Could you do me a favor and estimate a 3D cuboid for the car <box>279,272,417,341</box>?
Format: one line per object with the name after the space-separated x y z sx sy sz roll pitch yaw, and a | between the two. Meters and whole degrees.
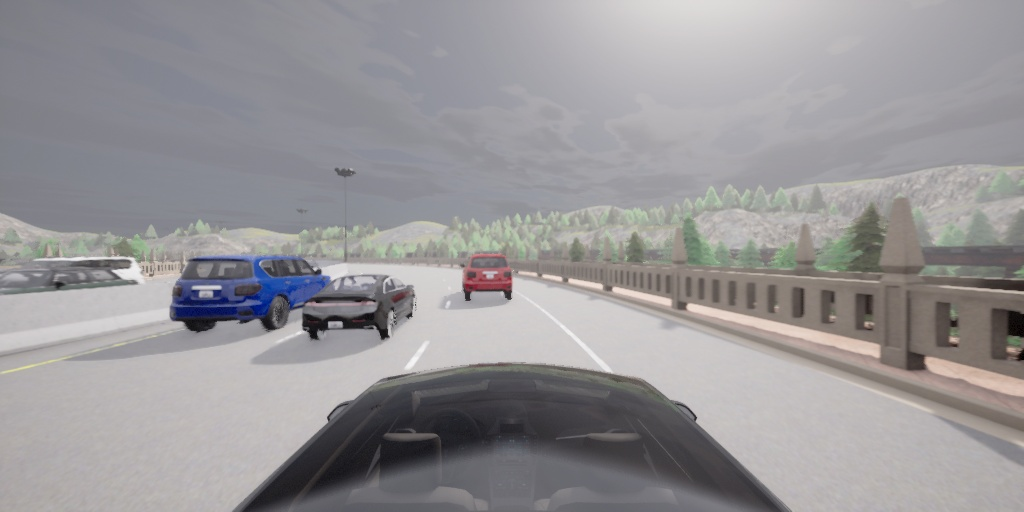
-3.932 1.242 9.995 2.128 1.511 4.902 0 0 -5 | car

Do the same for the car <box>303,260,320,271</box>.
-28.272 1.346 50.488 1.994 1.385 4.181 0 0 -31 | car

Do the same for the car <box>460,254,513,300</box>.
-1.328 0.939 17.736 2.150 2.045 5.566 0 0 -9 | car

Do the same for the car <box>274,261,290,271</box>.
-33.996 1.409 52.896 1.895 1.301 4.718 0 0 -34 | car

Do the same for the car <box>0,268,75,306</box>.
-22.415 1.344 15.454 1.837 1.490 4.892 0 0 -10 | car

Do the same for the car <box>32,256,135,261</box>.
-18.799 1.040 15.218 2.150 2.045 5.566 0 0 -10 | car

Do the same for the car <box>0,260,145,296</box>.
-14.798 1.159 11.265 2.097 1.767 4.553 0 0 -7 | car

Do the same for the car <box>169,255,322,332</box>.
-7.509 0.989 11.163 2.150 2.045 5.566 0 0 -6 | car
